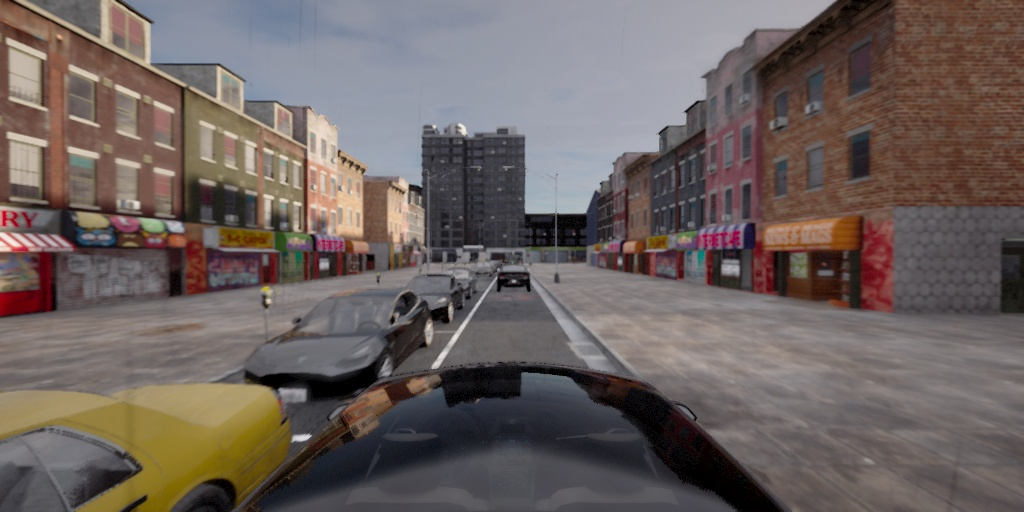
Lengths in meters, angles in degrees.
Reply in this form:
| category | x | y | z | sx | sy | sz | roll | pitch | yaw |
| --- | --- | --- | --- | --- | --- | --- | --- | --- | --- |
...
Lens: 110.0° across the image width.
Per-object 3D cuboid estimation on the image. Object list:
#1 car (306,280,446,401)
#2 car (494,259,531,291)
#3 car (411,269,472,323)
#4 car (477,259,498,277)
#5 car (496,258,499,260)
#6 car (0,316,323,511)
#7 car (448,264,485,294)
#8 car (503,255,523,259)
| category | x | y | z | sx | sy | sz | roll | pitch | yaw |
| --- | --- | --- | --- | --- | --- | --- | --- | --- | --- |
| car | -2.638 | 1.301 | 6.498 | 1.948 | 1.339 | 4.313 | 0 | 0 | 0 |
| car | 0.103 | 1.167 | 21.479 | 1.882 | 1.535 | 5.008 | 0 | 1 | 0 |
| car | -2.638 | 1.285 | 11.950 | 1.948 | 1.339 | 4.313 | 0 | 0 | 0 |
| car | -2.637 | 1.203 | 33.759 | 2.007 | 1.370 | 4.403 | 0 | 0 | 0 |
| car | -2.637 | 1.161 | 39.040 | 1.751 | 1.417 | 4.829 | 0 | 0 | 0 |
| car | -2.638 | 1.278 | 0.876 | 1.751 | 1.417 | 4.829 | 0 | 0 | 0 |
| car | -2.637 | 1.253 | 17.402 | 2.007 | 1.370 | 4.403 | 0 | 0 | 0 |
| car | 0.101 | 0.845 | 42.715 | 2.150 | 2.045 | 5.566 | 0 | 0 | 0 |
